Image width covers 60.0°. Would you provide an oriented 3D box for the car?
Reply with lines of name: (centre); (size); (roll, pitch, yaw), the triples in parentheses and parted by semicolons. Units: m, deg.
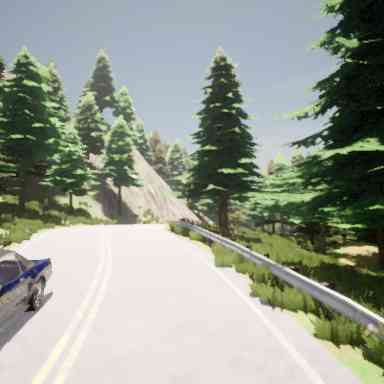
car: (-3.670, 1.637, 4.943); (1.895, 1.301, 4.718); (0, 0, -7)
